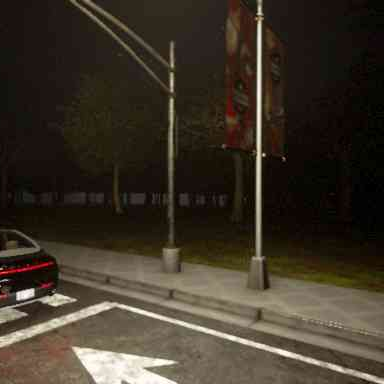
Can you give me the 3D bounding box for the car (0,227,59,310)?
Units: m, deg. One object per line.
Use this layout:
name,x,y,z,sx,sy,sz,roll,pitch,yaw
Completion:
car,-4.832,1.506,7.131,4.892,1.490,1.837,0,0,35
